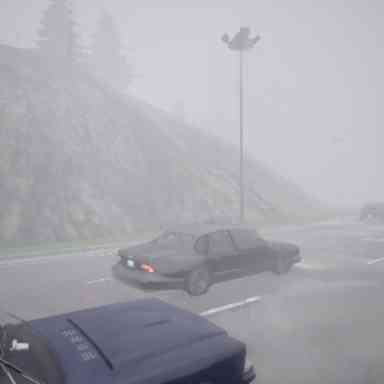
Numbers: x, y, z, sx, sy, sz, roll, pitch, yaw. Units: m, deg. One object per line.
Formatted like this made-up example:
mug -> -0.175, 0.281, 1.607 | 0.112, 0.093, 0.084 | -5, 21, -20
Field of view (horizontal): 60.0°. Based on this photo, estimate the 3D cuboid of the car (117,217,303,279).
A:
car -> 0.656, 1.581, 8.726 | 5.357, 1.411, 2.033 | 0, 0, -38

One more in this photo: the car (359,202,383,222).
car -> 14.897, 1.537, 26.683 | 1.837, 1.490, 4.892 | 0, 0, 41

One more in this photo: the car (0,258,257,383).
car -> -1.721, 1.622, 2.592 | 4.718, 1.301, 1.895 | 0, 0, -36

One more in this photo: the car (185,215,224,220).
car -> 0.847, 1.615, 13.450 | 4.181, 1.385, 1.994 | 0, 0, -39
